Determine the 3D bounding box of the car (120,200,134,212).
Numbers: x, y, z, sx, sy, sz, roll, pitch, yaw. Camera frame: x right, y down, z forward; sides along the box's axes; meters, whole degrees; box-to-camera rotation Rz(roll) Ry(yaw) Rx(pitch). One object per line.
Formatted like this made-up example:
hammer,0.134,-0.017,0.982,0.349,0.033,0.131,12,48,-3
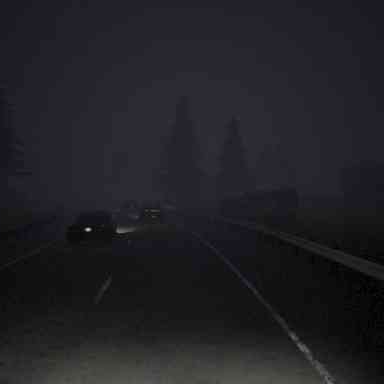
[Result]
car,-7.921,1.689,41.982,1.882,1.535,5.008,0,0,-20

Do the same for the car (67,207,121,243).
car,-4.907,1.651,16.745,1.994,1.385,4.181,0,0,-8

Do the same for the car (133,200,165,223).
car,-3.373,1.626,27.089,2.128,1.511,4.902,0,0,-13
